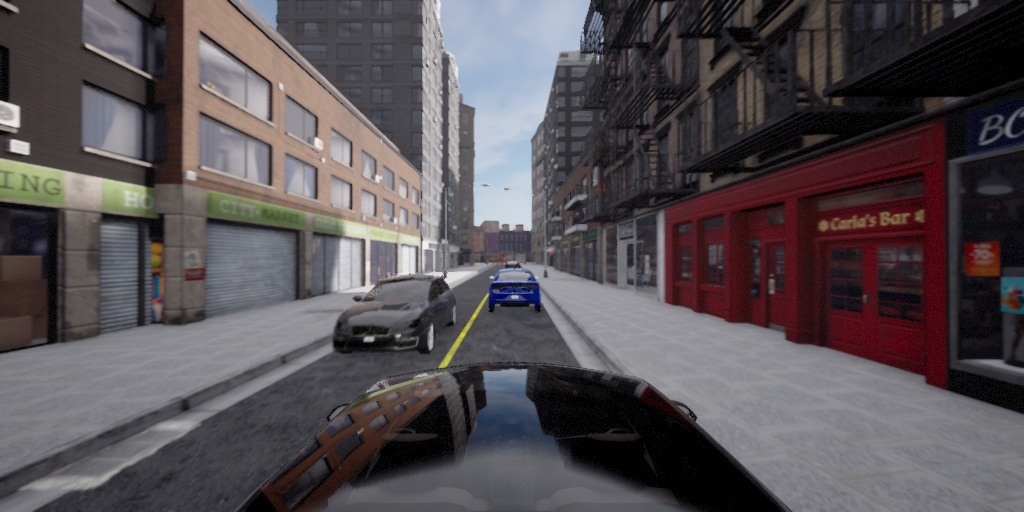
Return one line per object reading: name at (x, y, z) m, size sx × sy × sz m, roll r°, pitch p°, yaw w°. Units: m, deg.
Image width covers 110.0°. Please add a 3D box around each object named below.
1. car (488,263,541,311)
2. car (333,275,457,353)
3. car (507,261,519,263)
car at (0.098, 1.233, 14.554) m, size 1.882 × 1.535 × 5.008 m, roll 0°, pitch 0°, yaw 0°
car at (-2.552, 1.259, 8.887) m, size 1.837 × 1.490 × 4.892 m, roll 0°, pitch 0°, yaw 0°
car at (0.096, 1.259, 41.034) m, size 1.882 × 1.535 × 5.008 m, roll 0°, pitch 0°, yaw 0°
